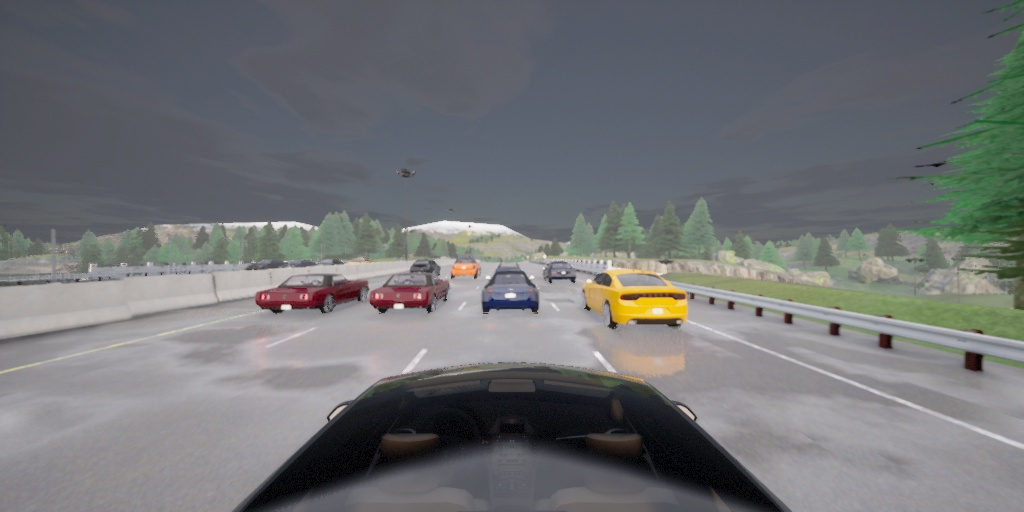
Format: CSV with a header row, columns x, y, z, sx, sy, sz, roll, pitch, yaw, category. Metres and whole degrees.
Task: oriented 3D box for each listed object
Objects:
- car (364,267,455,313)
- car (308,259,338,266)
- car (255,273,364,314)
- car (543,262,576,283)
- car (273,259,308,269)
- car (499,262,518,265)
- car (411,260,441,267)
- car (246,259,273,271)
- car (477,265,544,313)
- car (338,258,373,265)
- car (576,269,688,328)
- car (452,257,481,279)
x,y,z,sx,sy,sz,roll,pitch,yaw,category
-3.565,1.275,13.473,1.895,1.301,4.718,0,0,-1,car
-21.616,1.059,42.375,1.812,1.442,4.674,0,0,-1,car
-7.065,1.293,13.408,1.895,1.301,4.718,0,0,-1,car
3.263,1.094,25.306,2.033,1.411,5.357,0,0,0,car
-25.118,1.099,42.306,2.033,1.411,5.357,0,0,-1,car
-0.263,1.139,28.486,1.895,1.301,4.718,0,0,0,car
-7.285,1.061,30.463,1.837,1.490,4.892,0,0,-1,car
-28.616,1.116,42.242,2.033,1.411,5.357,0,0,-1,car
-0.067,1.221,13.488,1.994,1.385,4.181,0,1,-1,car
-18.117,0.994,42.362,1.882,1.535,5.008,0,0,-1,car
3.452,1.137,11.003,1.882,1.535,5.008,0,1,0,car
-3.781,0.895,30.007,2.097,1.767,4.553,0,0,-1,car
